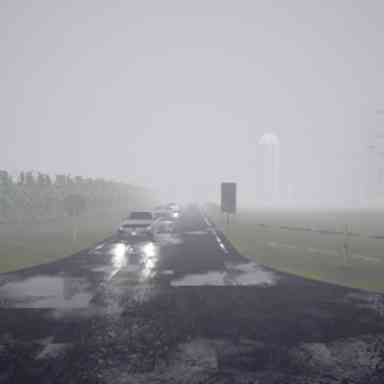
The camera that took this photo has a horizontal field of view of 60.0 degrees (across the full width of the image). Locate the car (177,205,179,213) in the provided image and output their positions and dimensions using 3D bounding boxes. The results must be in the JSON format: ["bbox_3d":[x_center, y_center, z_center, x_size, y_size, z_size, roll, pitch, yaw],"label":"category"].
[{"bbox_3d":[-2.829,2.153,46.152,1.812,1.442,4.674,0,-1,1],"label":"car"}]

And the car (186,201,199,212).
[{"bbox_3d":[0.086,2.216,49.303,2.033,1.411,5.357,0,-1,0],"label":"car"}]

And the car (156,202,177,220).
[{"bbox_3d":[-2.850,1.991,33.002,2.033,1.411,5.357,0,-1,0],"label":"car"}]

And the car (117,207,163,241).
[{"bbox_3d":[-2.845,1.773,18.475,1.812,1.442,4.674,0,-1,-1],"label":"car"}]

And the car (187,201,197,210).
[{"bbox_3d":[-0.022,2.345,59.752,1.812,1.442,4.674,0,-1,0],"label":"car"}]
